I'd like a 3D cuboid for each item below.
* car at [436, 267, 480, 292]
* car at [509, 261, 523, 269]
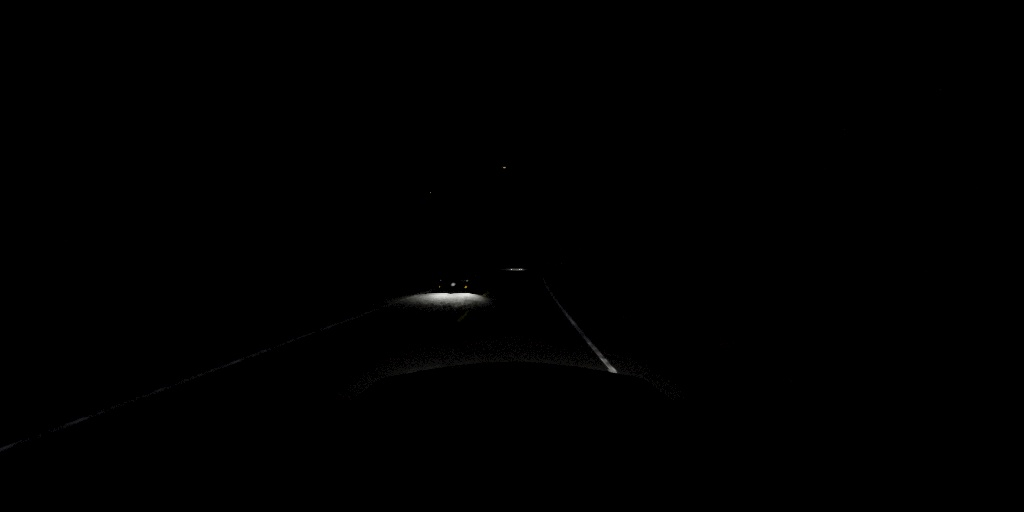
[{"bbox_3d":[-3.107,1.351,21.365,1.994,1.385,4.181,0,0,3],"label":"car"},{"bbox_3d":[0.792,1.573,63.273,1.994,1.385,4.181,0,0,9],"label":"car"}]
